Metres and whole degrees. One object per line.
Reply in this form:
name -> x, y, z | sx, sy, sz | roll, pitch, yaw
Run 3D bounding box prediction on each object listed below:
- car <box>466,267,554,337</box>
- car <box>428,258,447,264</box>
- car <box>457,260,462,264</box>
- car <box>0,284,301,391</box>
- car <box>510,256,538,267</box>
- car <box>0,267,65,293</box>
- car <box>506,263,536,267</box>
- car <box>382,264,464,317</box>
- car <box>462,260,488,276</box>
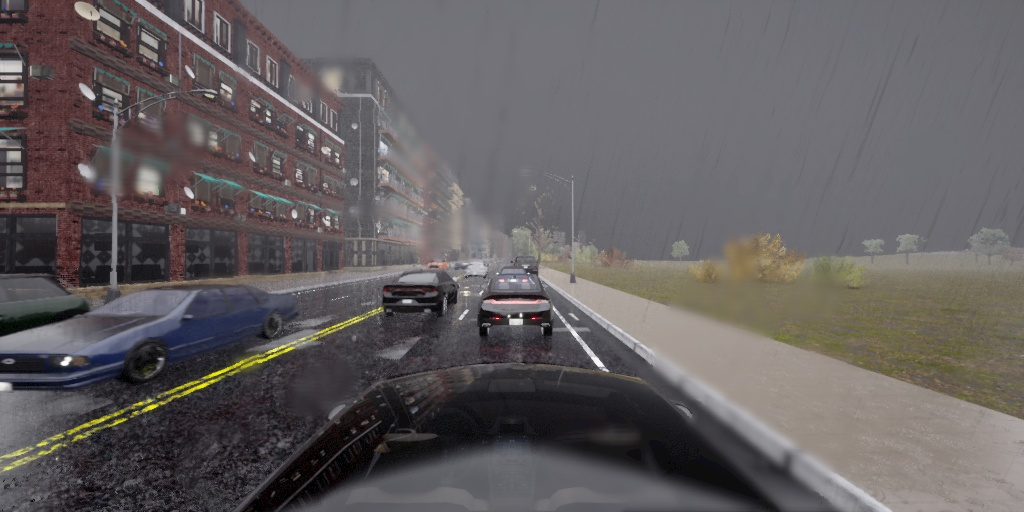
car -> 0.083, 1.243, 10.345 | 2.128, 1.511, 4.902 | 0, 0, 0
car -> -9.945, 1.105, 47.823 | 2.097, 1.767, 4.553 | 0, 0, 0
car -> -6.699, 1.300, 48.892 | 2.033, 1.411, 5.357 | 0, 0, 0
car -> -6.611, 1.298, 7.292 | 2.033, 1.411, 5.357 | 0, 0, 0
car -> 1.076, 0.978, 30.997 | 2.150, 2.045, 5.566 | 0, 0, 0
car -> -9.858, 1.103, 5.618 | 2.097, 1.767, 4.553 | 0, 0, 0
car -> 0.065, 1.300, 20.785 | 2.033, 1.411, 5.357 | 0, 0, 0
car -> -3.175, 1.229, 13.314 | 1.882, 1.535, 5.008 | 0, 0, 0
car -> -3.216, 1.279, 33.429 | 1.812, 1.442, 4.674 | 0, 0, 0
